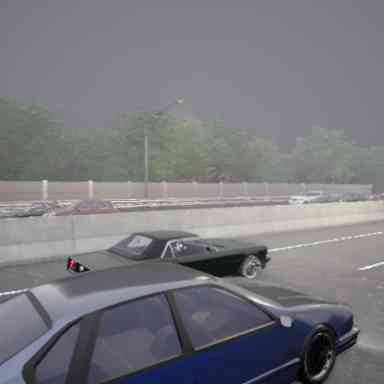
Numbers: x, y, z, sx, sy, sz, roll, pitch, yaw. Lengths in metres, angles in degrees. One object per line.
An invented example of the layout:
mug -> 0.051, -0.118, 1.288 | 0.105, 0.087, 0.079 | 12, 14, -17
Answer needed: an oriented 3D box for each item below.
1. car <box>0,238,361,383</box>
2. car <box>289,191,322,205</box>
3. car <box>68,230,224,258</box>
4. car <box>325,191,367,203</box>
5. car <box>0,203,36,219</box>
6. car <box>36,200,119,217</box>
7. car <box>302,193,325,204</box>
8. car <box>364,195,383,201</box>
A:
car -> -0.407, 1.536, 3.561 | 5.357, 1.411, 2.033 | -1, 0, -35
car -> 15.658, 0.930, 45.081 | 5.566, 2.045, 2.150 | -1, 0, -35
car -> -0.314, 1.570, 7.911 | 4.718, 1.301, 1.895 | -1, 0, -35
car -> 18.230, 0.939, 38.346 | 5.566, 2.045, 2.150 | -1, 0, -35
car -> -10.237, 1.477, 22.397 | 4.902, 1.511, 2.128 | 0, 0, -35
car -> -6.813, 1.317, 20.516 | 4.553, 1.767, 2.097 | -1, 0, -35
car -> 16.267, 1.226, 41.241 | 4.892, 1.490, 1.837 | -1, 0, -35
car -> 20.955, 1.272, 35.987 | 4.181, 1.385, 1.994 | -1, 0, -35
